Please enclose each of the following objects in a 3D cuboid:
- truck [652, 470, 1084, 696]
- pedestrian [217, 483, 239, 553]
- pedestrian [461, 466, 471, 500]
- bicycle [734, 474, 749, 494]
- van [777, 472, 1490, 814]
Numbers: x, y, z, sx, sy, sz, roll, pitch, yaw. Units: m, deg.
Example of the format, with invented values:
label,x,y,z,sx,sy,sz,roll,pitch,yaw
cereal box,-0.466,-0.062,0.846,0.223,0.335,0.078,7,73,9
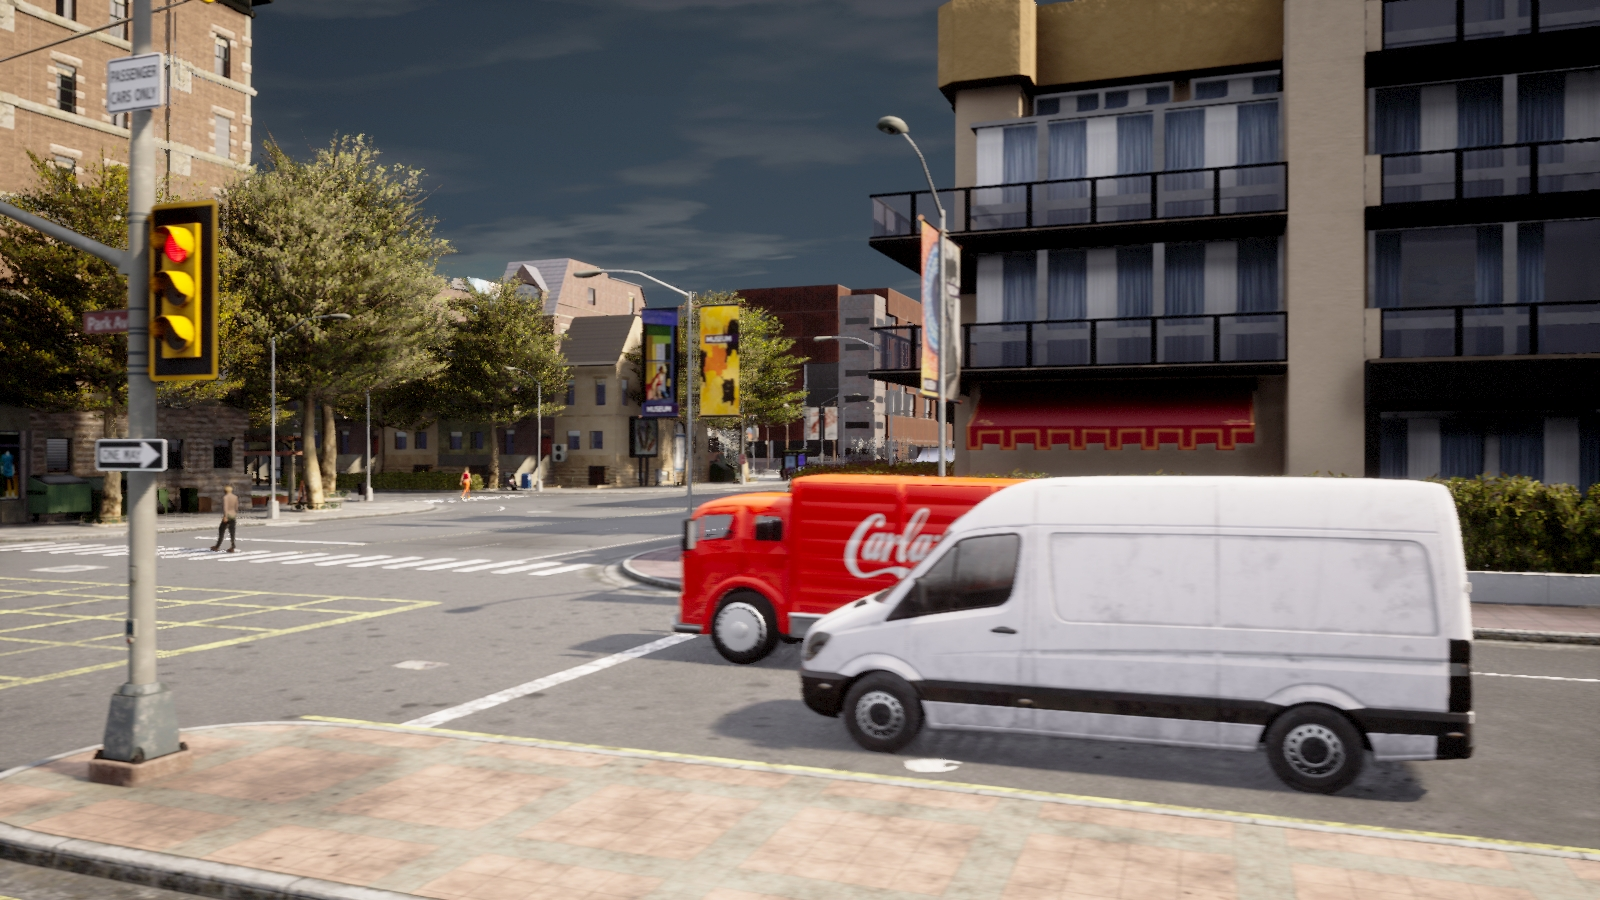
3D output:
label,x,y,z,sx,sy,sz,roll,pitch,yaw
truck,0.969,1.572,15.277,5.204,2.467,2.627,1,0,20
pedestrian,-15.393,1.830,30.766,0.375,1.860,0.375,0,0,25
pedestrian,-18.390,1.819,62.923,0.375,1.860,0.375,0,0,17
bicycle,-3.722,2.184,72.963,0.373,1.196,1.643,0,1,20
van,2.899,1.533,10.791,5.915,2.561,1.988,0,0,20
